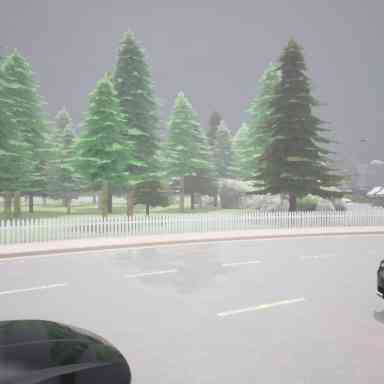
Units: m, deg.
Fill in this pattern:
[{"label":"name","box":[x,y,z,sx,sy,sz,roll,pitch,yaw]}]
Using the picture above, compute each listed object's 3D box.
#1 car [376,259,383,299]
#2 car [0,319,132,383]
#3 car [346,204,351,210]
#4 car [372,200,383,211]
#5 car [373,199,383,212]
[{"label":"car","box":[5.653,1.492,6.125,4.902,1.511,2.128,0,0,-23]},{"label":"car","box":[-2.700,1.478,1.637,5.008,1.535,1.882,0,0,-36]},{"label":"car","box":[19.319,1.279,44.777,2.150,2.045,5.566,0,0,-4]},{"label":"car","box":[20.013,1.619,33.637,1.994,1.385,4.181,0,0,-3]},{"label":"car","box":[23.221,1.581,38.413,1.812,1.442,4.674,0,0,-3]}]
